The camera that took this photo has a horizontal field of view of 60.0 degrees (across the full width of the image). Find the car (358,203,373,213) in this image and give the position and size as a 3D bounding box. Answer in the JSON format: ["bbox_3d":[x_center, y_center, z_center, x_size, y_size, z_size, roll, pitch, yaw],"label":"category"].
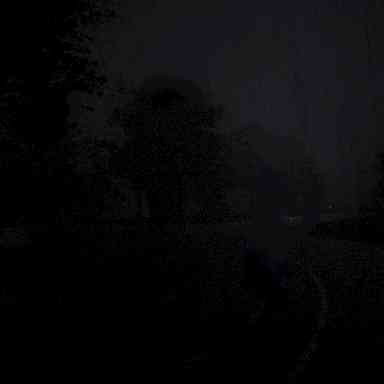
[{"bbox_3d":[28.649,2.533,54.057,2.097,1.767,4.553,-2,-2,41],"label":"car"}]

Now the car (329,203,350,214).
[{"bbox_3d":[24.014,2.561,54.173,2.097,1.767,4.553,-2,-2,41],"label":"car"}]

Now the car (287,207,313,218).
[{"bbox_3d":[13.721,2.533,42.118,1.994,1.385,4.181,-2,-2,40],"label":"car"}]
